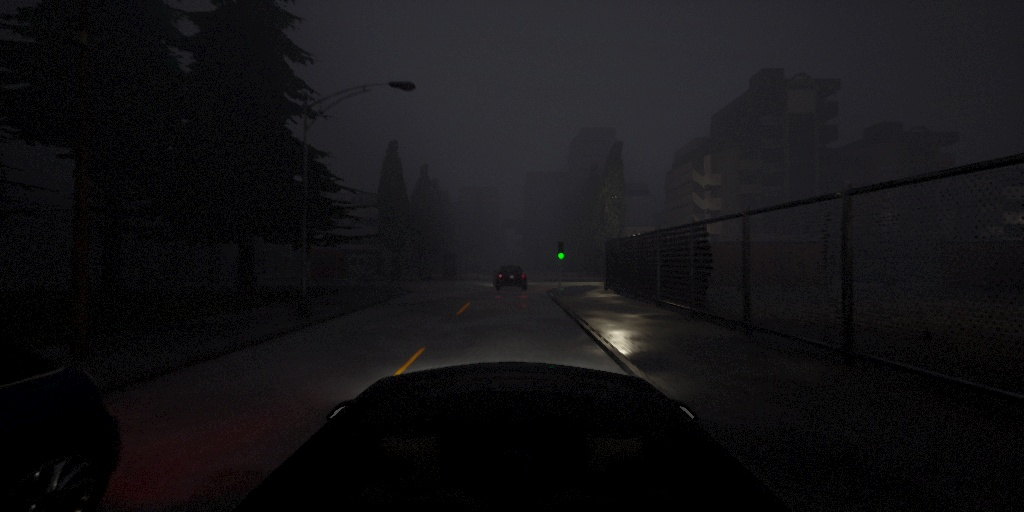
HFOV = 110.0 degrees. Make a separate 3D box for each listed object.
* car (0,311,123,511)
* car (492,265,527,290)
[{"bbox_3d":[-4.086,1.090,0.783,2.097,1.767,4.553,0,-1,0],"label":"car"},{"bbox_3d":[-0.232,1.417,25.866,2.097,1.767,4.553,0,-1,-6],"label":"car"}]
